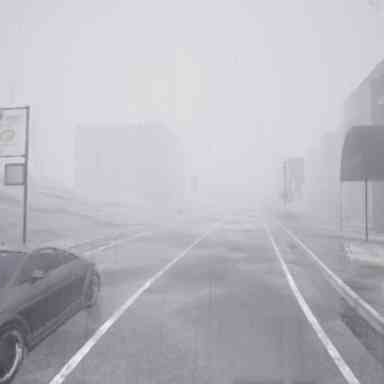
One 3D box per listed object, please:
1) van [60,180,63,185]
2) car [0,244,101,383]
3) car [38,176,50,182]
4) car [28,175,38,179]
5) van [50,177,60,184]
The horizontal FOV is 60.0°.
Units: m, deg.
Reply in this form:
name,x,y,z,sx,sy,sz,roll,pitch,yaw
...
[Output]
name,x,y,z,sx,sy,sz,roll,pitch,yaw
van,-26.994,-1.415,66.466,1.878,1.987,4.442,1,-4,-6
car,-2.985,1.555,5.160,1.994,1.385,4.181,0,0,5
car,-25.835,-1.832,55.322,2.002,1.452,4.674,1,-3,-5
car,-25.413,-2.138,49.804,2.002,1.452,4.674,1,-3,-3
van,-26.350,-1.763,60.976,1.878,1.987,4.442,1,-3,-5
